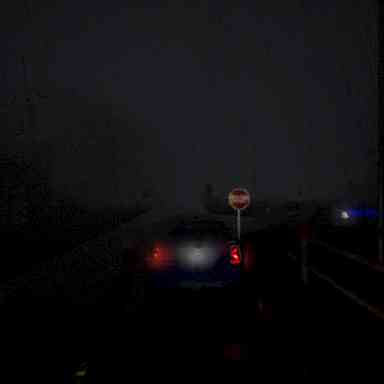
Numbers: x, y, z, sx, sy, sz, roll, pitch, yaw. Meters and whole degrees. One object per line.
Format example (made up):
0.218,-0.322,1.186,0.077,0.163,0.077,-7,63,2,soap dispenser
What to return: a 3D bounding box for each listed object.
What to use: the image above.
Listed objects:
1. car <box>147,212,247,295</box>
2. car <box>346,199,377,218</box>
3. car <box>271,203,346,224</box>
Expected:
0.099,1.325,8.843,2.097,1.767,4.553,0,0,0,car
13.059,1.340,26.020,5.008,1.535,1.882,0,0,-2,car
7.804,1.472,22.985,4.718,1.301,1.895,0,0,-13,car
